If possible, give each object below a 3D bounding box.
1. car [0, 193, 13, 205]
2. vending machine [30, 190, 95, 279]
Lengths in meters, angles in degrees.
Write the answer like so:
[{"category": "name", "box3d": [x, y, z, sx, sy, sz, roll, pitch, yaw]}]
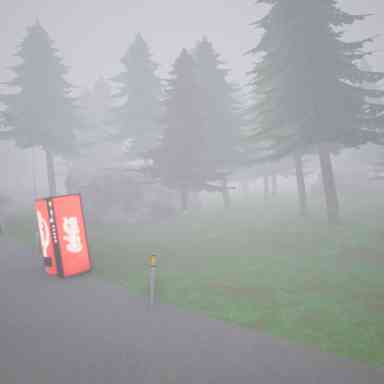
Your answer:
[{"category": "car", "box3d": [-22.132, 0.889, 37.694, 2.128, 1.511, 4.902, -4, 2, -6]}, {"category": "vending machine", "box3d": [-3.457, 1.100, 8.903, 1.100, 2.100, 0.880, -9, 1, -45]}]
